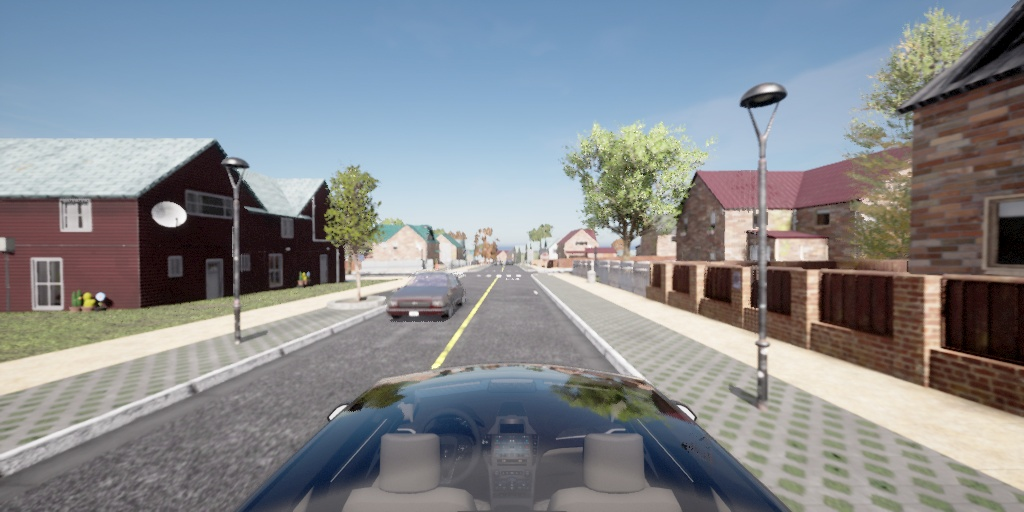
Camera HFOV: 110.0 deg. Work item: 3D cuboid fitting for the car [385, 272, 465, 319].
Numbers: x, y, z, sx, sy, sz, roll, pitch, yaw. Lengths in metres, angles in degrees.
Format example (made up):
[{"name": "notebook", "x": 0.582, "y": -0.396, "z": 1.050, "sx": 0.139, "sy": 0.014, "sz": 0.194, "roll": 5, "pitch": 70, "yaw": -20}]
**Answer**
[{"name": "car", "x": -2.848, "y": 1.294, "z": 13.075, "sx": 2.033, "sy": 1.411, "sz": 5.357, "roll": 0, "pitch": 0, "yaw": 0}]
